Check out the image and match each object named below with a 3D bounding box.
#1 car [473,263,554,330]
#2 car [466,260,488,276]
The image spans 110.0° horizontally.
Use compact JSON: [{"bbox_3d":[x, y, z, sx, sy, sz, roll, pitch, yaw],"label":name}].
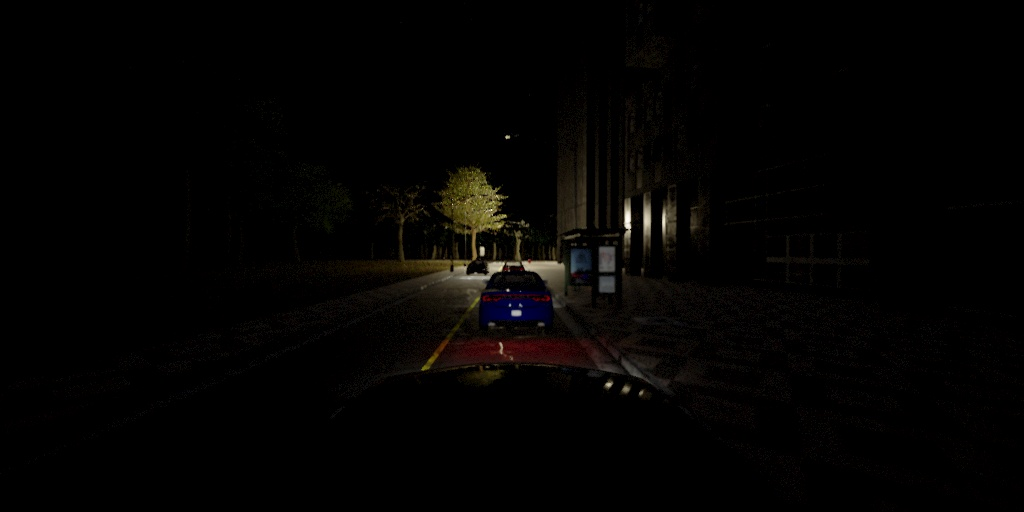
[{"bbox_3d":[0.103,1.146,10.744,1.882,1.535,5.008,0,0,0],"label":"car"},{"bbox_3d":[-3.088,1.049,33.213,2.033,1.411,5.357,0,0,0],"label":"car"}]
